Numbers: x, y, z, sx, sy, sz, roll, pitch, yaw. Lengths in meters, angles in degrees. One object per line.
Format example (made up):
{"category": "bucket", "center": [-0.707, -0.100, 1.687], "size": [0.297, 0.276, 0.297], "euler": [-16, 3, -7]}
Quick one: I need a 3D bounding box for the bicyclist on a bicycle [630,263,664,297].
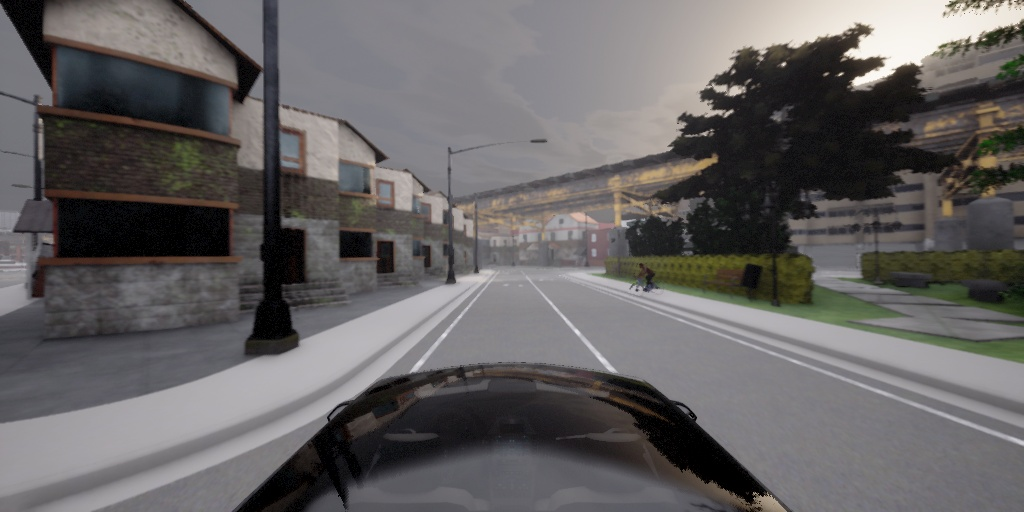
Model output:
{"category": "bicyclist on a bicycle", "center": [6.354, 1.115, 17.036], "size": [1.656, 1.620, 0.582], "euler": [-7, 0, 0]}
